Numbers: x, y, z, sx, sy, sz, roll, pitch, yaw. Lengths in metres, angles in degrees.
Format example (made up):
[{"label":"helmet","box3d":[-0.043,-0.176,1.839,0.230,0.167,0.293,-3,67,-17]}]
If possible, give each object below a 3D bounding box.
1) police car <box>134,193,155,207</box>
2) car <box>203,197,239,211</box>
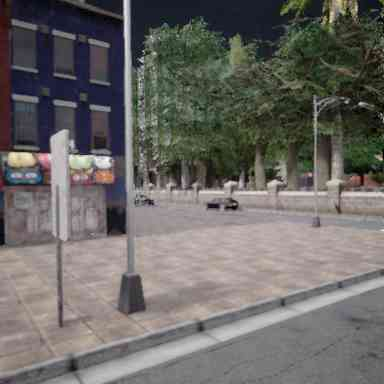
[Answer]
[{"label":"police car","box3d":[-6.591,0.988,43.020,1.930,1.638,5.238,-1,1,-35]},{"label":"car","box3d":[2.948,1.196,34.190,1.947,1.339,4.313,-1,1,-35]}]
